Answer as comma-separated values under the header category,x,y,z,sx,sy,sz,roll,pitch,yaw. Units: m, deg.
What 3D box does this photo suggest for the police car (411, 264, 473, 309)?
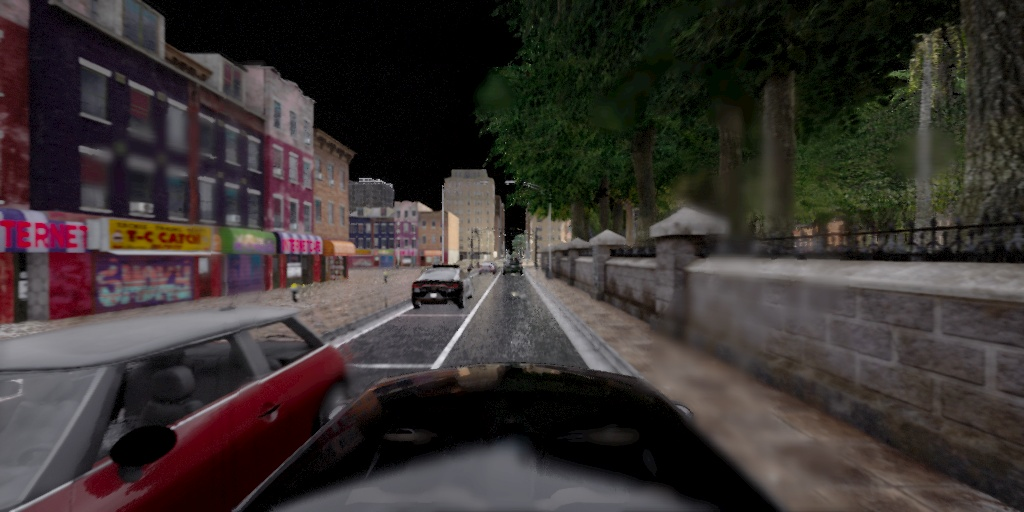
category,x,y,z,sx,sy,sz,roll,pitch,yaw
police car,-2.744,1.162,15.116,1.930,1.638,5.238,0,0,0

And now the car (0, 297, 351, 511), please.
category,x,y,z,sx,sy,sz,roll,pitch,yaw
car,-2.646,1.190,2.087,1.967,1.591,4.097,0,0,0

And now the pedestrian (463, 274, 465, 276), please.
category,x,y,z,sx,sy,sz,roll,pitch,yaw
pedestrian,-2.477,1.407,18.124,0.500,1.100,0.500,0,0,0

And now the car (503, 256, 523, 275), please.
category,x,y,z,sx,sy,sz,roll,pitch,yaw
car,0.089,1.066,38.789,2.097,1.767,4.553,0,0,0

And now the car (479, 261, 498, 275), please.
category,x,y,z,sx,sy,sz,roll,pitch,yaw
car,-2.622,1.293,38.707,1.802,1.307,4.207,0,0,0
